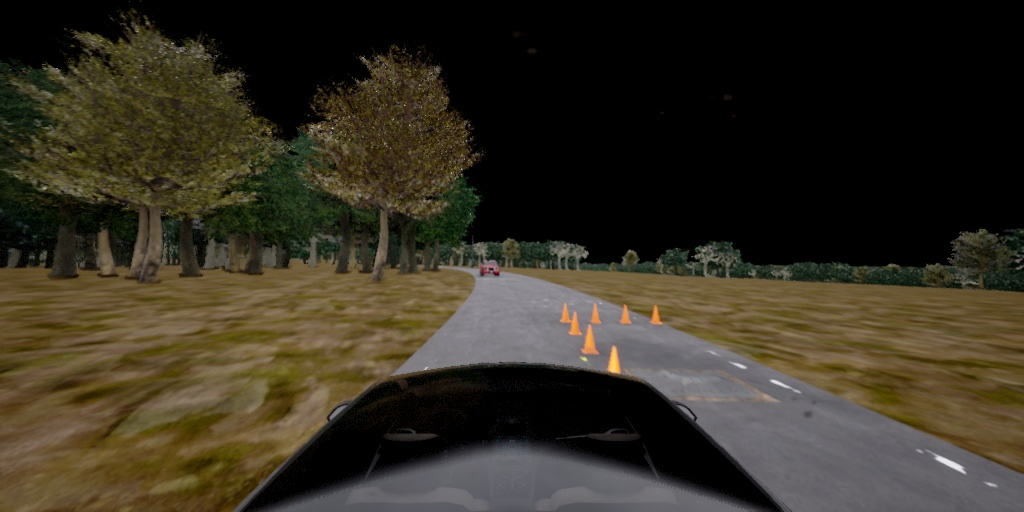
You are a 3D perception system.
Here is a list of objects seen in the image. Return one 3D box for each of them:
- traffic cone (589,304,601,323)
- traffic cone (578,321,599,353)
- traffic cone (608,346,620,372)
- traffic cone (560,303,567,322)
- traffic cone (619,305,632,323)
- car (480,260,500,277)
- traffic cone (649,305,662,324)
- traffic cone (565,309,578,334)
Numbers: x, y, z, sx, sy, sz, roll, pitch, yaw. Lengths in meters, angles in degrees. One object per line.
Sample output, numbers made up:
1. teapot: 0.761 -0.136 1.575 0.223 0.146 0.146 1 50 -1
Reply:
1. traffic cone: 2.767 1.895 11.940 0.340 0.580 0.340 0 0 1
2. traffic cone: 1.718 1.822 7.953 0.340 0.580 0.340 0 0 1
3. traffic cone: 1.692 1.795 5.953 0.340 0.580 0.340 0 0 1
4. traffic cone: 1.767 1.877 11.952 0.340 0.580 0.340 0 0 1
5. traffic cone: 3.767 1.912 11.927 0.340 0.580 0.340 0 0 1
6. car: -2.790 1.505 44.481 2.150 2.045 5.566 1 -1 -8
7. traffic cone: 4.767 1.930 11.914 0.340 0.580 0.340 0 0 1
8. traffic cone: 1.743 1.850 9.953 0.340 0.580 0.340 0 0 1
